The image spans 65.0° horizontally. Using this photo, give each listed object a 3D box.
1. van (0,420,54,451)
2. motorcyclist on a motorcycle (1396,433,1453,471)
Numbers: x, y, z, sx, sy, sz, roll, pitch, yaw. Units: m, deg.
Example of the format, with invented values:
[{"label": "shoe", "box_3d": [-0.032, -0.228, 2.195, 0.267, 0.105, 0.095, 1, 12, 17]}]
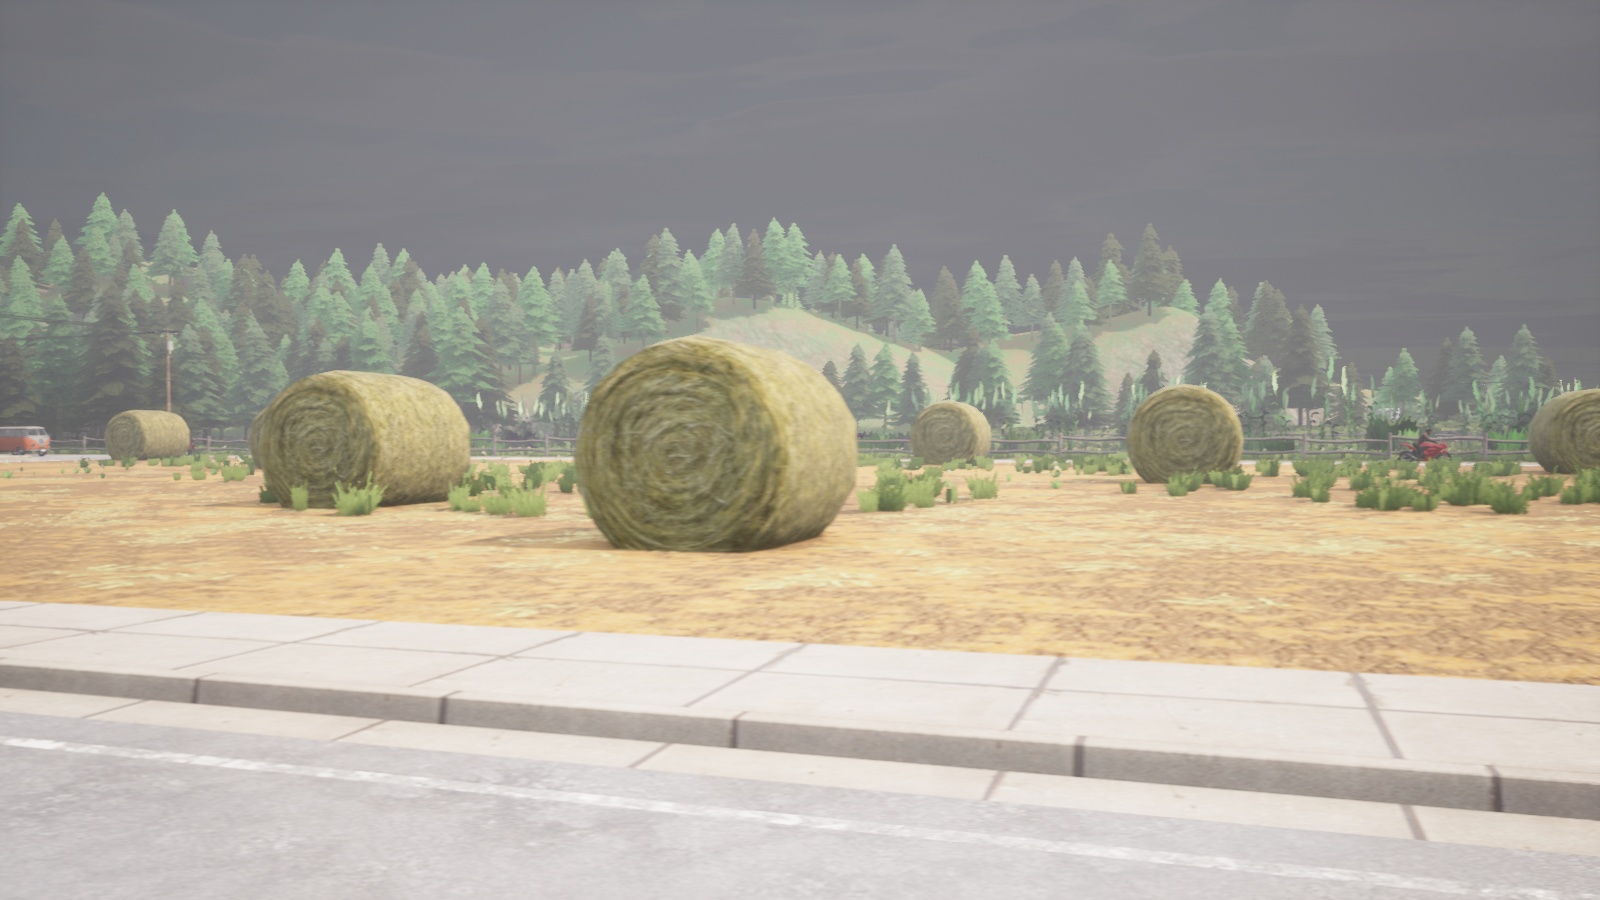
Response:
[{"label": "van", "box_3d": [-51.634, -0.951, 82.920, 4.442, 1.987, 1.775, 1, 1, 22]}, {"label": "motorcyclist on a motorcycle", "box_3d": [25.415, 0.077, 51.138, 2.044, 1.523, 0.797, 1, 1, 22]}]
